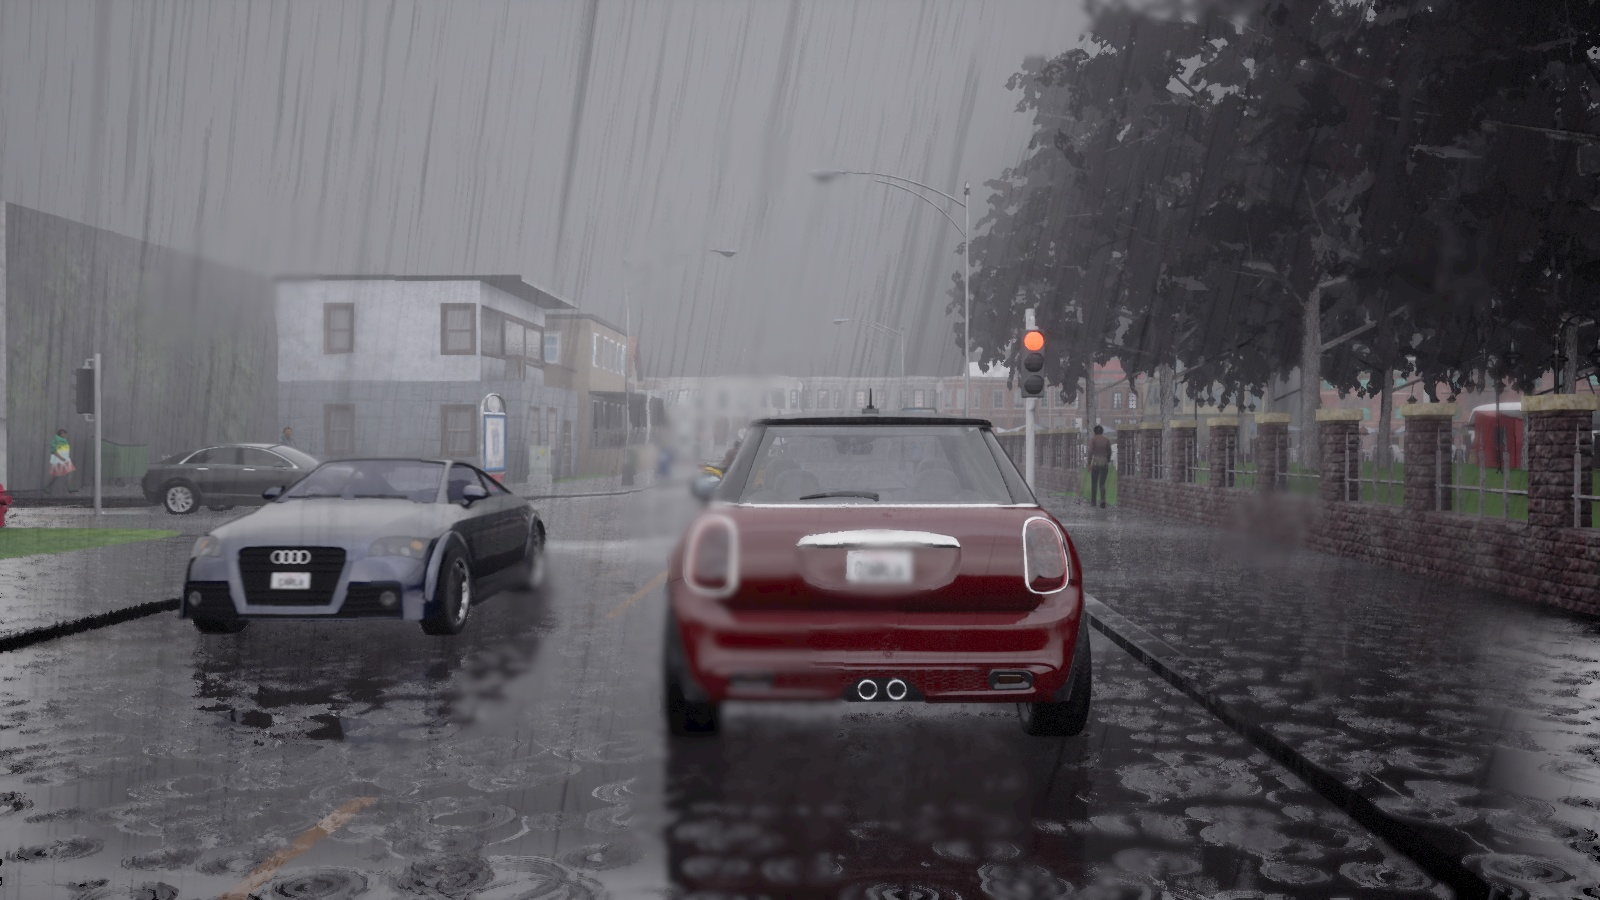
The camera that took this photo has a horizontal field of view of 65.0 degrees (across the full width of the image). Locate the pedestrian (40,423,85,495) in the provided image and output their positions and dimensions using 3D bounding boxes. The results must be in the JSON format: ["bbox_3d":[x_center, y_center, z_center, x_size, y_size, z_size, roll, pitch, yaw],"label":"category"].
[{"bbox_3d":[-20.455,0.243,34.837,0.873,1.952,0.659,0,0,13],"label":"pedestrian"}]

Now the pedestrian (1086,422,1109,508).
[{"bbox_3d":[6.367,0.309,26.892,0.328,1.805,0.869,0,0,2],"label":"pedestrian"}]

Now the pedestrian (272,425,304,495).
[{"bbox_3d":[-13.722,0.255,33.651,0.694,1.848,0.540,0,0,43],"label":"pedestrian"}]

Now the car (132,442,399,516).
[{"bbox_3d":[-11.217,0.592,26.565,4.892,1.490,1.837,0,0,2],"label":"car"}]

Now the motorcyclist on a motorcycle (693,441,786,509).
[{"bbox_3d":[-1.387,0.564,29.012,2.044,1.523,0.797,0,-2,-39],"label":"motorcyclist on a motorcycle"}]

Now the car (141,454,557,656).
[{"bbox_3d":[-3.601,0.745,10.978,1.994,1.385,4.181,0,0,2],"label":"car"}]

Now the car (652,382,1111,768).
[{"bbox_3d":[0.361,0.560,8.016,2.097,1.767,4.553,0,0,0],"label":"car"}]
